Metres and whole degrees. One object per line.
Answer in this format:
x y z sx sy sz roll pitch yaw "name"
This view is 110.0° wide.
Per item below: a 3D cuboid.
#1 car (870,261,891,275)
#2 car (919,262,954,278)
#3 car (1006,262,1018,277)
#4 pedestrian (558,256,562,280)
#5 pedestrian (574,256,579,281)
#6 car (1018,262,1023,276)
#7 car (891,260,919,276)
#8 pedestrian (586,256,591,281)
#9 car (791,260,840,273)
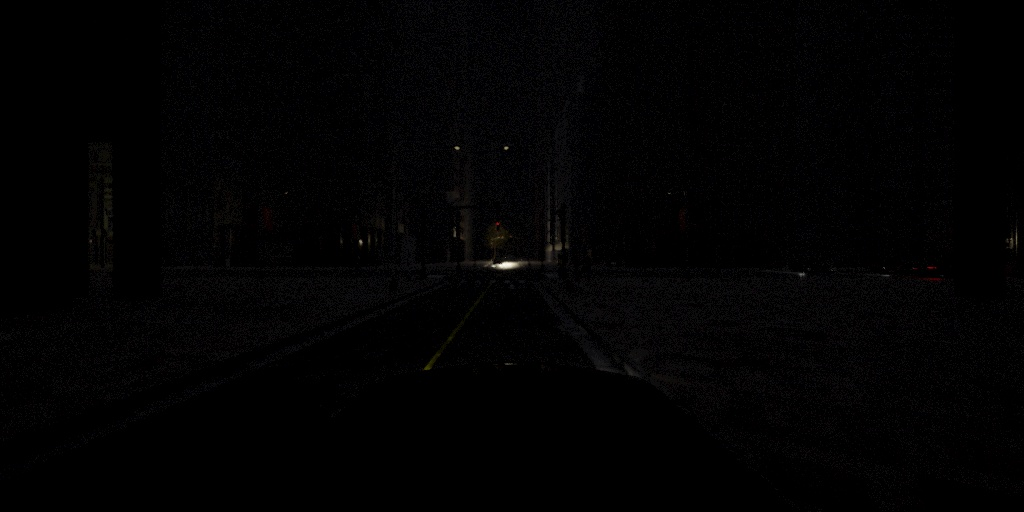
42.680 1.255 39.696 5.008 1.535 1.882 0 0 1 "car"
41.337 1.295 33.111 4.892 1.490 1.837 0 0 1 "car"
51.325 1.323 36.376 4.674 1.442 1.812 0 0 0 "car"
3.640 0.878 27.170 0.375 1.860 0.375 0 0 0 "pedestrian"
4.640 0.883 25.970 0.375 1.860 0.375 0 0 0 "pedestrian"
51.344 1.027 33.125 5.566 2.045 2.150 0 0 0 "car"
41.829 1.348 36.358 4.181 1.385 1.994 0 0 1 "car"
5.640 0.894 26.570 0.375 1.860 0.375 0 0 0 "pedestrian"
36.343 1.268 42.992 4.892 1.490 1.837 1 0 1 "car"
